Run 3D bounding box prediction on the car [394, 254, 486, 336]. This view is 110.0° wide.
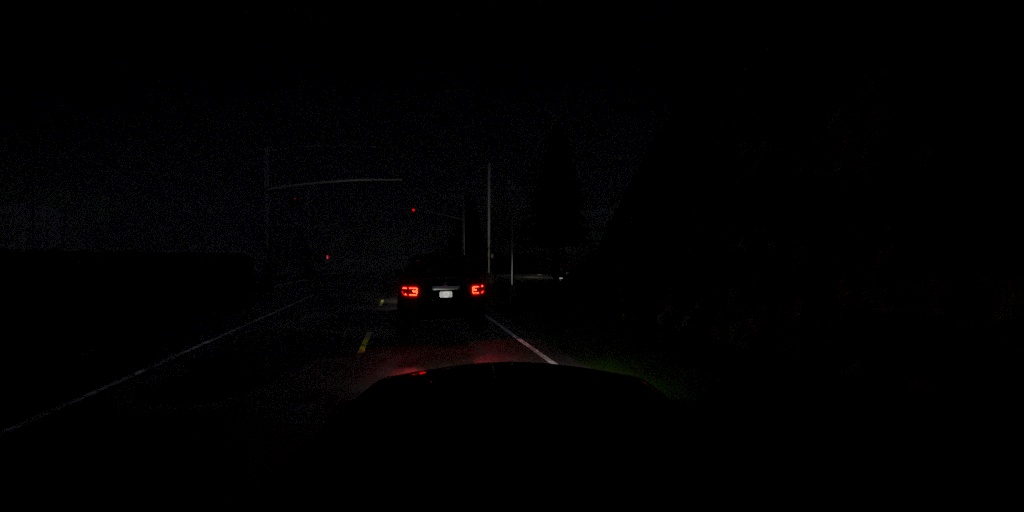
[{"bbox_3d":[-2.278,0.971,10.763,2.150,2.045,5.566,0,0,-17],"label":"car"}]

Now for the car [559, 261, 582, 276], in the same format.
[{"bbox_3d":[6.498,1.228,35.347,5.008,1.535,1.882,0,0,-19],"label":"car"}]
